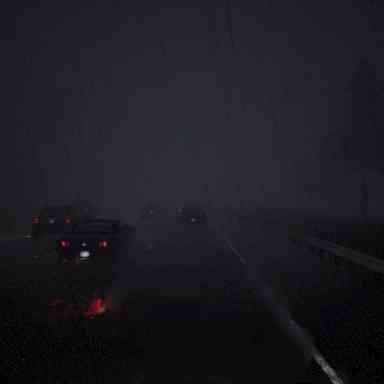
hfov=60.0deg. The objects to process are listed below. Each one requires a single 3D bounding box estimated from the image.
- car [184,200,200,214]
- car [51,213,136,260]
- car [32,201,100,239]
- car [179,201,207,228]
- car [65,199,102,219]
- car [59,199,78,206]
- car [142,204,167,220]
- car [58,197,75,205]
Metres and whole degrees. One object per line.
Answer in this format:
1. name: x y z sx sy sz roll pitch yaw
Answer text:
1. car: 0.049 1.807 41.579 1.882 1.535 5.008 0 -1 0
2. car: -3.416 1.704 12.828 1.895 1.301 4.718 0 0 0
3. car: -6.922 1.500 18.490 2.097 1.767 4.553 0 0 0
4. car: 0.070 1.668 23.936 1.882 1.535 5.008 0 -1 0
5. car: -10.439 1.609 32.337 2.097 1.767 4.553 0 0 0
6. car: -24.581 2.123 66.384 1.895 1.301 4.718 0 0 0
7. car: -3.438 1.809 30.806 1.994 1.385 4.181 0 0 0
8. car: -28.091 1.946 74.388 2.097 1.767 4.553 0 0 0
